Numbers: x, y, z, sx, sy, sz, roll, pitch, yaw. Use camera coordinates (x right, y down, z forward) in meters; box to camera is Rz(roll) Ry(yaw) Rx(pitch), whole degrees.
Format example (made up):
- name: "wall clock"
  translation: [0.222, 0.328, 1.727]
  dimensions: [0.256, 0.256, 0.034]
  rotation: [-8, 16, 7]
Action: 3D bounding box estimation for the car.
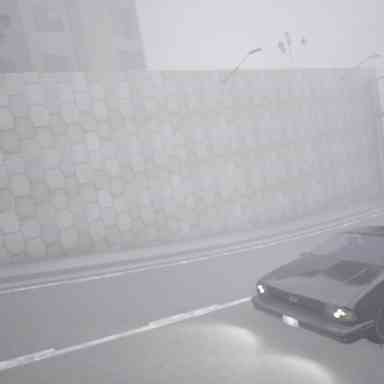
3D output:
- name: "car"
  translation: [3.618, 1.421, 6.456]
  dimensions: [5.357, 1.411, 2.033]
  rotation: [-3, 2, -35]
